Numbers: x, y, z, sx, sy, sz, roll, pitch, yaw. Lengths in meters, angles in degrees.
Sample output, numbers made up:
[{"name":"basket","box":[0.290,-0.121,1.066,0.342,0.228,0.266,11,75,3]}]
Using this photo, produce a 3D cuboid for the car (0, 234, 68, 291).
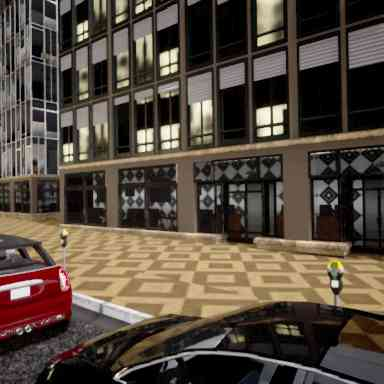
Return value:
[{"name":"car","box":[-3.948,1.441,5.844,4.097,1.590,1.967,0,-1,37]}]

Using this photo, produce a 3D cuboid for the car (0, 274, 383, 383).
[{"name":"car","box":[0.627,1.566,2.465,4.313,1.339,1.947,0,-1,36]}]
